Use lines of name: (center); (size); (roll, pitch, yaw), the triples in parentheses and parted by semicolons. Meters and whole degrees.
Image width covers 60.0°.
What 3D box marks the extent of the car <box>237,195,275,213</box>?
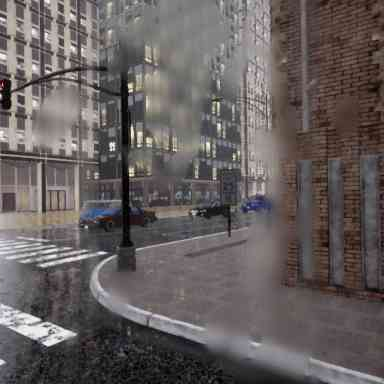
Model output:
car: (7.688, 1.329, 38.121); (2.150, 2.045, 5.566); (-1, -1, 36)

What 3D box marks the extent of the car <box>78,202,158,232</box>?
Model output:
car: (-4.482, 1.614, 21.136); (2.033, 1.411, 5.357); (-1, -1, 36)

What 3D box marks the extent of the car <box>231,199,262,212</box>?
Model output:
car: (6.830, 1.689, 41.384); (1.752, 1.417, 4.829); (-2, -1, 36)

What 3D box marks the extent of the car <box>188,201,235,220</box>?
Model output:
car: (1.598, 1.578, 29.626); (2.128, 1.511, 4.902); (-1, -1, 36)

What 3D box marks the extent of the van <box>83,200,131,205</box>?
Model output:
van: (-6.000, 1.460, 23.471); (1.690, 1.788, 3.998); (-2, -1, 36)
